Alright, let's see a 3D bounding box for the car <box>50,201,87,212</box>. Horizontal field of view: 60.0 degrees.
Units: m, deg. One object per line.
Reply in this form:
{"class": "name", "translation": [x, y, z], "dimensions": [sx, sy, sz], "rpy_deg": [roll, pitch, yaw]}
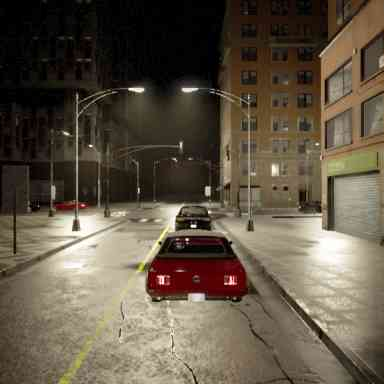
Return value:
{"class": "car", "translation": [-14.532, 1.701, 39.229], "dimensions": [4.206, 1.307, 1.802], "rpy_deg": [0, 0, 0]}

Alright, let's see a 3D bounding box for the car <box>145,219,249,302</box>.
{"class": "car", "translation": [0.086, 1.601, 8.183], "dimensions": [1.895, 1.301, 4.718], "rpy_deg": [0, 0, 0]}

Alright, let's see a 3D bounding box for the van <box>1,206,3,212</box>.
{"class": "van", "translation": [-20.169, 1.425, 30.702], "dimensions": [3.998, 1.788, 1.690], "rpy_deg": [0, 0, 0]}

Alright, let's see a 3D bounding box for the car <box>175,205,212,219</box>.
{"class": "car", "translation": [0.069, 1.474, 18.331], "dimensions": [1.882, 1.535, 5.008], "rpy_deg": [0, 0, 0]}

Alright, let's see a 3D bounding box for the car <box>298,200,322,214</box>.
{"class": "car", "translation": [12.057, 1.415, 30.720], "dimensions": [4.313, 1.339, 1.947], "rpy_deg": [0, 0, 0]}

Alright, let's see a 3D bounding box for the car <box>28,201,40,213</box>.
{"class": "car", "translation": [-20.181, 1.725, 39.226], "dimensions": [4.313, 1.339, 1.947], "rpy_deg": [0, 0, 0]}
